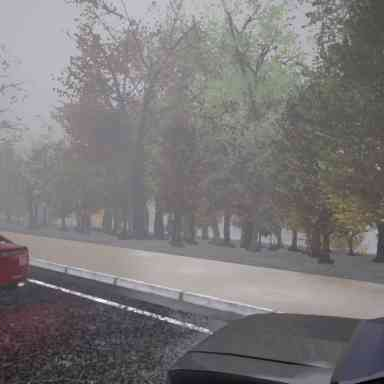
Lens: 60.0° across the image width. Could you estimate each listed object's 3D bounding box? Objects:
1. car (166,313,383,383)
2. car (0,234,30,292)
[{"bbox_3d":[2.307,1.548,2.043,5.357,1.411,2.033,0,0,35],"label":"car"},{"bbox_3d":[-5.820,1.476,7.799,5.008,1.535,1.882,0,0,35],"label":"car"}]
